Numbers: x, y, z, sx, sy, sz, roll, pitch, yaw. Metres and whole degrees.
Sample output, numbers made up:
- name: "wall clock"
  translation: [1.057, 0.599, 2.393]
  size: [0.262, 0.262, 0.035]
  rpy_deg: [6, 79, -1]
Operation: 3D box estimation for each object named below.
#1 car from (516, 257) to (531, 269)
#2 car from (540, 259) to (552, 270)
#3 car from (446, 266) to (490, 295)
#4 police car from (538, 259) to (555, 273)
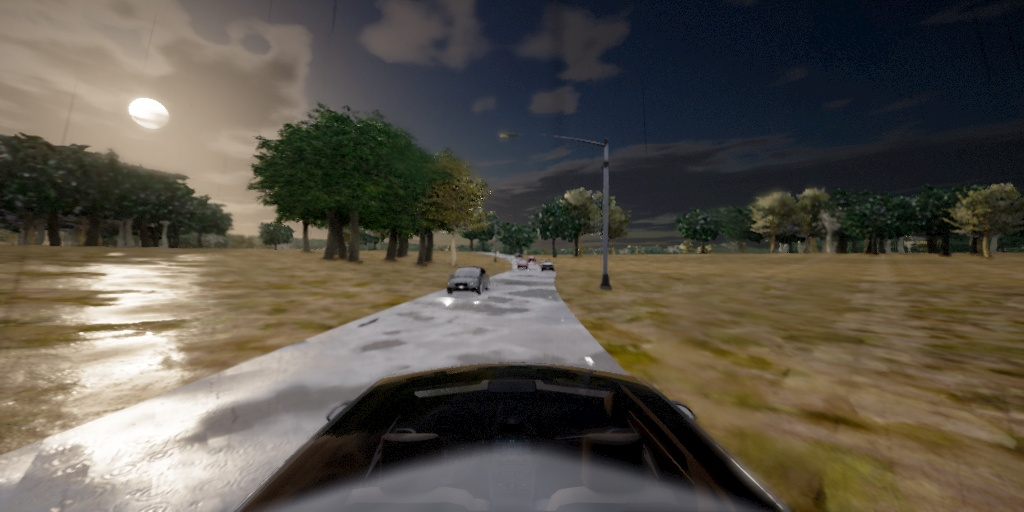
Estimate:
- name: "car"
  translation: [1.832, 1.426, 60.898]
  size: [1.882, 1.535, 5.008]
  rpy_deg: [1, 1, 4]
- name: "car"
  translation: [5.827, 1.398, 62.069]
  size: [1.801, 1.575, 5.366]
  rpy_deg: [-2, 2, 2]
- name: "car"
  translation: [-2.408, 1.356, 20.656]
  size: [1.837, 1.490, 4.892]
  rpy_deg: [0, 0, 4]
- name: "police car"
  translation: [5.165, 1.483, 51.906]
  size: [1.930, 1.638, 5.238]
  rpy_deg: [0, 0, 5]
